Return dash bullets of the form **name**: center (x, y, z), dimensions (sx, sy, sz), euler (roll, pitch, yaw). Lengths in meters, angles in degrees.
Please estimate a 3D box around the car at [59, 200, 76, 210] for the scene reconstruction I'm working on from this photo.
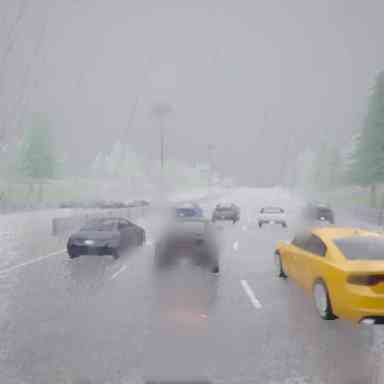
- **car**: center (-17.672, 1.832, 48.855), dimensions (1.994, 1.385, 4.181), euler (0, 0, 13)

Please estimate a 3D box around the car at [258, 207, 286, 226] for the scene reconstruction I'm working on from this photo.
- **car**: center (5.871, 1.750, 24.542), dimensions (1.895, 1.301, 4.718), euler (0, 0, 12)

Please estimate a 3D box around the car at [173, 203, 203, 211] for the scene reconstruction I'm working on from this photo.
- **car**: center (-0.299, 1.675, 29.084), dimensions (1.882, 1.535, 5.008), euler (0, 0, 12)

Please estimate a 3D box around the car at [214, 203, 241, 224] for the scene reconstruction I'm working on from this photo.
- **car**: center (2.809, 1.666, 26.913), dimensions (2.128, 1.511, 4.902), euler (0, 0, 12)

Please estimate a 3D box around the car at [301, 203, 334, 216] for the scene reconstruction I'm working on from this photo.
- **car**: center (9.766, 1.626, 25.966), dimensions (1.837, 1.490, 4.892), euler (0, 0, 12)

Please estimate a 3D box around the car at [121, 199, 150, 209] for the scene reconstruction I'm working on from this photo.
- **car**: center (-7.478, 1.739, 46.381), dimensions (2.033, 1.411, 5.357), euler (0, 0, 12)

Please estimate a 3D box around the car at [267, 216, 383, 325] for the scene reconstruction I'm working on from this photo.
- **car**: center (3.257, 1.537, 7.425), dimensions (1.882, 1.535, 5.008), euler (0, 0, 0)

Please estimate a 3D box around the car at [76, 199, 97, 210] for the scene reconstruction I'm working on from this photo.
- **car**: center (-14.175, 1.730, 48.489), dimensions (2.128, 1.511, 4.902), euler (0, 0, 12)

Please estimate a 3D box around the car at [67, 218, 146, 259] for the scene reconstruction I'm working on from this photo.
- **car**: center (-3.261, 1.718, 13.406), dimensions (1.994, 1.385, 4.181), euler (0, -1, 7)

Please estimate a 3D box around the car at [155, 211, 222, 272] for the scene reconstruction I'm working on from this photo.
- **car**: center (-0.025, 1.620, 11.261), dimensions (1.837, 1.490, 4.892), euler (-1, 0, 4)

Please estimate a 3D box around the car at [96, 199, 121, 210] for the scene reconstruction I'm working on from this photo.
- **car**: center (-11.028, 1.824, 46.517), dimensions (1.895, 1.301, 4.718), euler (0, 0, 12)
